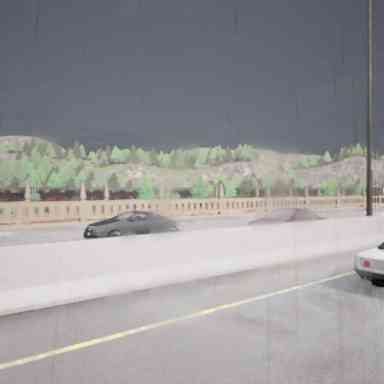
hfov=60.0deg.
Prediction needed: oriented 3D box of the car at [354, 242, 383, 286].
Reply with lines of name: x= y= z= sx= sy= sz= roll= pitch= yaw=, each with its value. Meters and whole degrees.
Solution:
car: x=6.000 y=1.579 z=8.034 sx=4.718 sy=1.301 sz=1.895 roll=0 pitch=0 yaw=-36

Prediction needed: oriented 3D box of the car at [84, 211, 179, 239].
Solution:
car: x=-2.652 y=1.549 z=14.996 sx=4.181 sy=1.385 sz=1.994 roll=0 pitch=0 yaw=-35

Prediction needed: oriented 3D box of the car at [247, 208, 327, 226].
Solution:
car: x=4.634 y=1.496 z=15.877 sx=4.674 sy=1.442 sz=1.812 roll=0 pitch=0 yaw=-36
